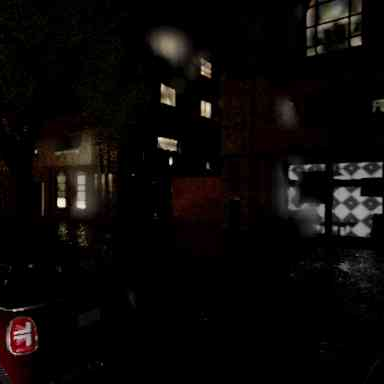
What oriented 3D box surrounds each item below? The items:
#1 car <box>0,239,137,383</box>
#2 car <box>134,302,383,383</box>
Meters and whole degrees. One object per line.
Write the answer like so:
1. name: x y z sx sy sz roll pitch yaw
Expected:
1. car: -2.719 1.407 4.807 4.097 1.590 1.967 0 0 35
2. car: 1.921 1.446 1.504 4.097 1.590 1.967 0 0 35
